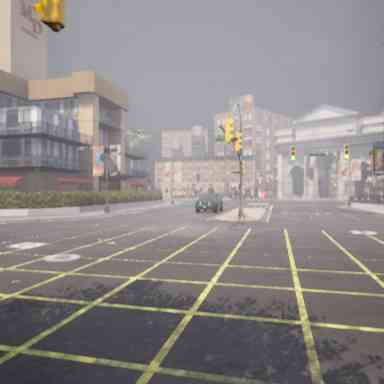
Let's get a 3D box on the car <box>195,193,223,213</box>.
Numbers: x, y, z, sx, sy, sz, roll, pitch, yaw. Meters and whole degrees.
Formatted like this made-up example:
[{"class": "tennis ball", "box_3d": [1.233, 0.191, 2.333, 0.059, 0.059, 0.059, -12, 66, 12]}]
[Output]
[{"class": "car", "box_3d": [1.955, 1.120, 35.831, 2.150, 2.045, 5.566, 0, 0, 15]}]
